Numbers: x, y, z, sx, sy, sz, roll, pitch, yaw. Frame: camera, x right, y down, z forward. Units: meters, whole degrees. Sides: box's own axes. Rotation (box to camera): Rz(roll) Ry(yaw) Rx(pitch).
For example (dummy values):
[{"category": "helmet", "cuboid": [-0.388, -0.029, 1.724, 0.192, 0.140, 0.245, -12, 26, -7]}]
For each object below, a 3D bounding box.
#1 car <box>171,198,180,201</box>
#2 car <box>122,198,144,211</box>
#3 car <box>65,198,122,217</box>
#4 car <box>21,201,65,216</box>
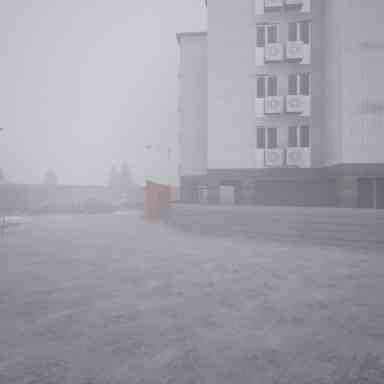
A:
[{"category": "car", "cuboid": [-1.969, 1.604, 50.294, 2.033, 1.411, 5.357, 0, 0, 36]}, {"category": "car", "cuboid": [-8.149, 1.534, 41.686, 1.882, 1.535, 5.008, 0, 0, 35]}, {"category": "car", "cuboid": [-9.543, 1.401, 32.526, 2.097, 1.767, 4.553, 0, 0, 36]}, {"category": "car", "cuboid": [-14.118, 1.604, 33.349, 2.033, 1.411, 5.357, 0, 0, 36]}]
